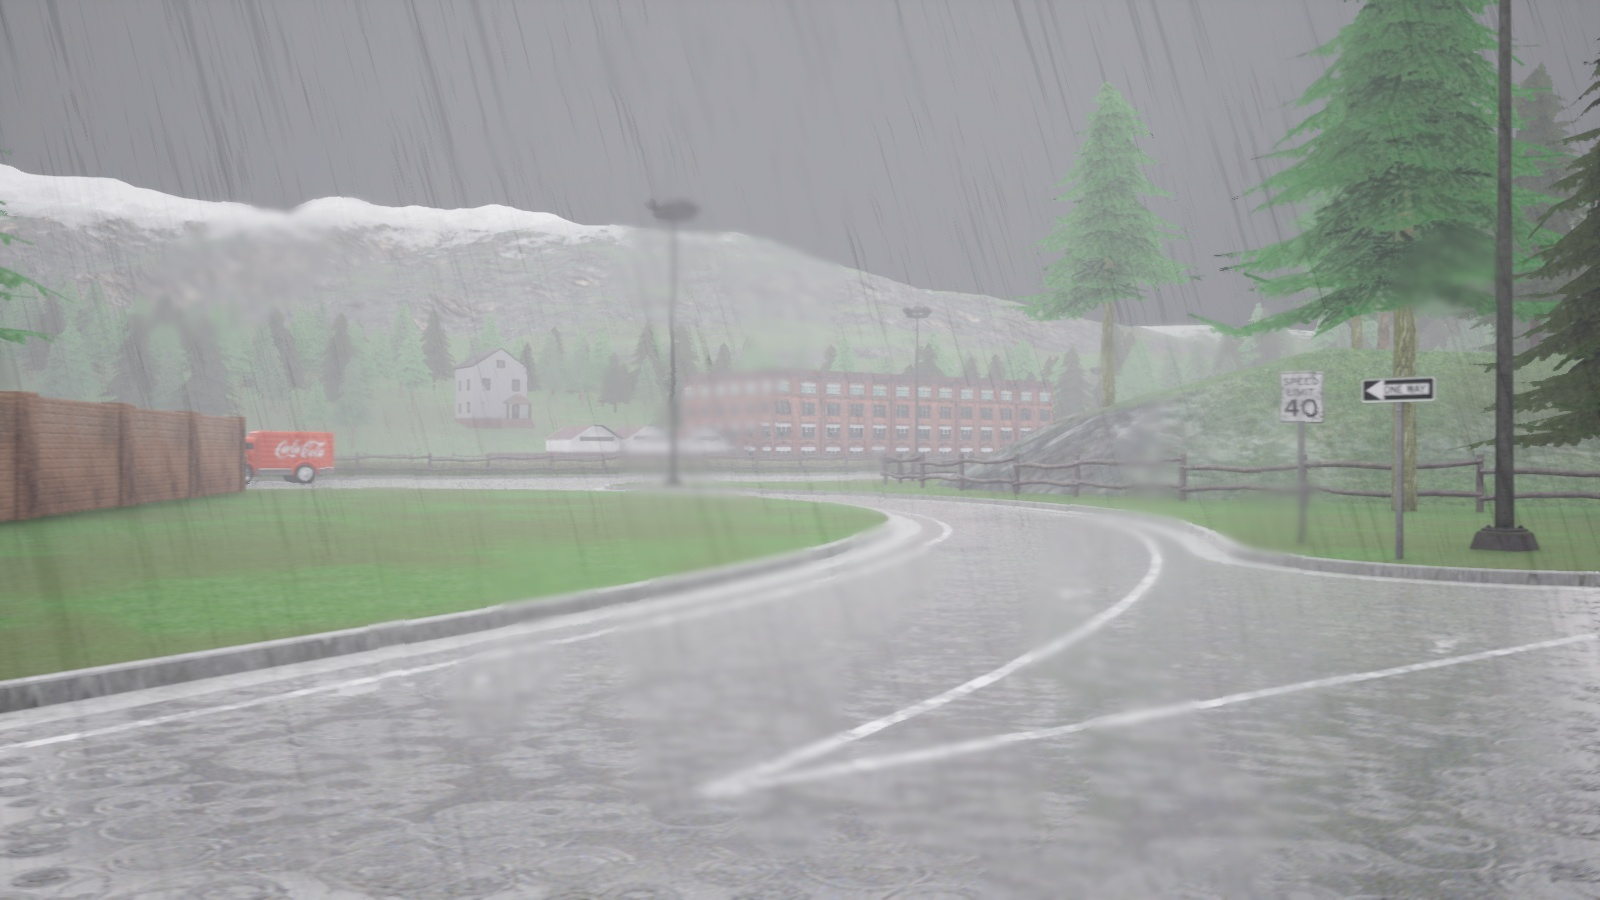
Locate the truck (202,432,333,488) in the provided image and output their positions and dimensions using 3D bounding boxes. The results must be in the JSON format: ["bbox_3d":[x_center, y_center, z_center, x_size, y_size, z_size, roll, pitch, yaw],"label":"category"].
[{"bbox_3d":[-24.767,0.454,58.493,5.204,2.467,2.627,0,0,-35],"label":"truck"}]
